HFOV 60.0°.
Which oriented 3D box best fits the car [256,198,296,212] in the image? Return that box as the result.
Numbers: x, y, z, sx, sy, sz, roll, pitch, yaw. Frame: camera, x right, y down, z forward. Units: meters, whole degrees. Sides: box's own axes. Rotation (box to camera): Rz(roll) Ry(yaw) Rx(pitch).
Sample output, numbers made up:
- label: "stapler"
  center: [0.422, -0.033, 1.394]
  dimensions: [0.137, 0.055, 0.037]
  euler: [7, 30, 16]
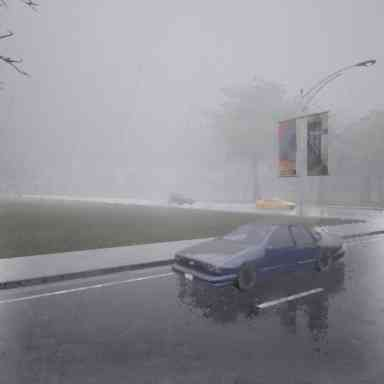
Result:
- label: "car"
  center: [9.812, 1.457, 39.131]
  dimensions: [1.882, 1.535, 5.008]
  euler: [0, 0, -36]

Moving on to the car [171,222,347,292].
- label: "car"
  center: [2.098, 1.551, 9.166]
  dimensions: [5.357, 1.411, 2.033]
  euler: [0, 0, -35]

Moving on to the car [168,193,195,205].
- label: "car"
  center: [-1.823, 1.146, 55.112]
  dimensions: [2.150, 2.045, 5.566]
  euler: [0, 0, -36]
